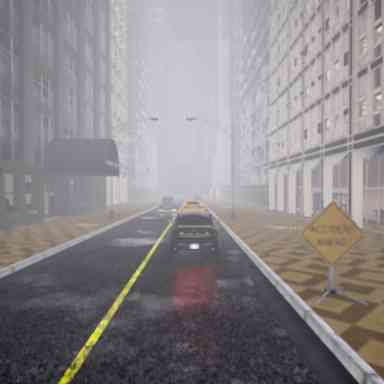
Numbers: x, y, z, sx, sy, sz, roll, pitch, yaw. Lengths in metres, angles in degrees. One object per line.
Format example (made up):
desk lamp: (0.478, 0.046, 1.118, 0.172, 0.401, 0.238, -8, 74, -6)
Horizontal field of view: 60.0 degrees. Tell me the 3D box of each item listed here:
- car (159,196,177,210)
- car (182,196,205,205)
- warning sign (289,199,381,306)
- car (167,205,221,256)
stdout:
car: (-3.087, 1.300, 42.862, 2.097, 1.767, 4.553, 0, 0, 0)
car: (0.091, 1.437, 29.661, 1.882, 1.535, 5.008, 0, 0, 0)
warning sign: (2.729, 1.103, 6.506, 1.300, 1.860, 1.060, 1, 1, 0)
car: (0.086, 1.483, 13.034, 1.837, 1.490, 4.892, 0, 0, 0)
